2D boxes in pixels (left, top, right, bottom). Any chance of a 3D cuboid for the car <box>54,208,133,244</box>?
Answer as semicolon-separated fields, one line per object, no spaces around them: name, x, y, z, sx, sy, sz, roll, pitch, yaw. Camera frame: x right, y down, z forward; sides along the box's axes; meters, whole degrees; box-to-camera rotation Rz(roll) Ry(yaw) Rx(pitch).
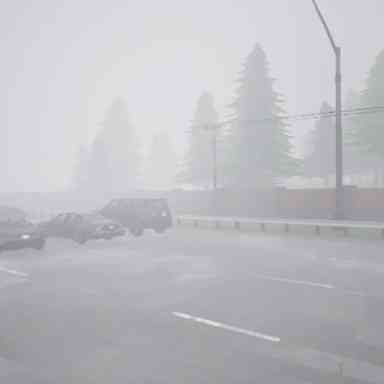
car;-5.702;1.678;16.535;5.357;1.411;2.033;-1;0;36

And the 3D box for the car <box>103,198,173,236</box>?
car;-3.694;1.348;19.401;5.566;2.045;2.150;0;0;36

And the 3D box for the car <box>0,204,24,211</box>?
car;-16.126;1.781;28.271;4.892;1.490;1.837;0;0;36

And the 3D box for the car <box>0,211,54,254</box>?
car;-7.982;1.698;13.865;4.181;1.385;1.994;-1;0;36
